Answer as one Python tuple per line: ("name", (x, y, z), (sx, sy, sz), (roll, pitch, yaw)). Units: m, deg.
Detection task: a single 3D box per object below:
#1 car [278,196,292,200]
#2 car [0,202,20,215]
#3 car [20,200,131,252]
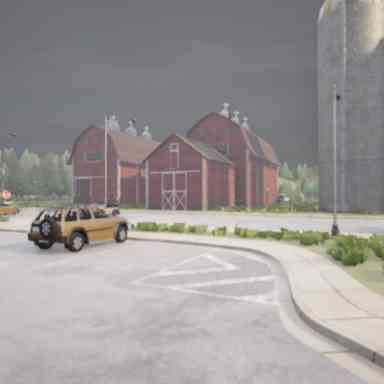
("car", (23.655, 1.913, 85.314), (3.866, 1.878, 1.905), (2, -7, -18))
("car", (-20.779, 1.843, 36.072), (1.816, 1.474, 4.193), (0, -1, 25))
("car", (-4.710, 1.447, 14.555), (1.932, 1.855, 4.605), (0, -1, 25))
